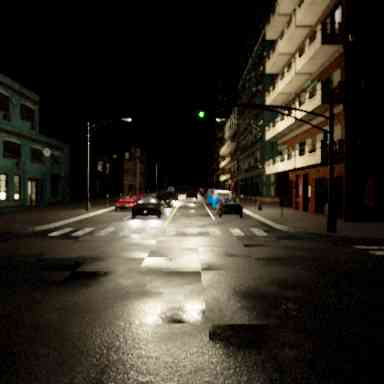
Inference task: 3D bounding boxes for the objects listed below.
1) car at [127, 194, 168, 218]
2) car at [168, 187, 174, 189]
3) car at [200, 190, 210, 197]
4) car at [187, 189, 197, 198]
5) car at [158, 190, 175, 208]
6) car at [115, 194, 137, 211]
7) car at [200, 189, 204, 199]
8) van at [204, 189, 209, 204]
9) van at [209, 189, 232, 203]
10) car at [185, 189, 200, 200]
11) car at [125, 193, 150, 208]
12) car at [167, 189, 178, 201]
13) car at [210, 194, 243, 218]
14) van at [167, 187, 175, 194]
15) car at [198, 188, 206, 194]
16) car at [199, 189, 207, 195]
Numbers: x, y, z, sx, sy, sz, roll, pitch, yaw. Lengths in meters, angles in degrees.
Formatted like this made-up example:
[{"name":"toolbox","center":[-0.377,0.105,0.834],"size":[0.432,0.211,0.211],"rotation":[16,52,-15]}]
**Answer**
[{"name":"car","center":[-3.103,1.095,24.093],"size":[1.994,1.385,4.181],"rotation":[0,1,0]},{"name":"car","center":[-5.726,-0.144,85.654],"size":[1.947,1.339,4.313],"rotation":[1,1,0]},{"name":"car","center":[2.664,0.202,68.962],"size":[1.947,1.339,4.313],"rotation":[1,1,0]},{"name":"car","center":[-0.037,0.258,64.222],"size":[1.812,1.442,4.674],"rotation":[0,1,0]},{"name":"car","center":[-3.106,0.838,35.261],"size":[1.812,1.442,4.674],"rotation":[0,1,0]},{"name":"car","center":[-5.696,1.000,29.864],"size":[1.802,1.307,4.206],"rotation":[1,1,0]},{"name":"car","center":[2.673,0.498,52.391],"size":[1.752,1.417,4.829],"rotation":[1,1,0]},{"name":"van","center":[2.682,0.539,41.059],"size":[1.690,1.788,3.998],"rotation":[1,1,0]},{"name":"van","center":[2.688,0.759,29.899],"size":[1.690,1.788,3.998],"rotation":[1,1,0]},{"name":"car","center":[-0.030,0.421,53.800],"size":[1.882,1.535,5.008],"rotation":[0,1,0]},{"name":"car","center":[-5.699,0.853,35.443],"size":[1.887,1.381,4.507],"rotation":[1,1,0]},{"name":"car","center":[-3.080,0.591,49.632],"size":[1.994,1.385,4.181],"rotation":[0,1,1]},{"name":"car","center":[2.688,1.078,24.325],"size":[2.008,1.369,4.403],"rotation":[1,1,0]},{"name":"van","center":[-5.725,-0.485,91.229],"size":[1.690,1.788,3.998],"rotation":[1,1,0]},{"name":"car","center":[2.652,-0.276,91.280],"size":[2.008,1.369,4.403],"rotation":[1,1,0]},{"name":"car","center":[2.658,-0.050,80.121],"size":[1.887,1.381,4.507],"rotation":[1,1,0]}]
